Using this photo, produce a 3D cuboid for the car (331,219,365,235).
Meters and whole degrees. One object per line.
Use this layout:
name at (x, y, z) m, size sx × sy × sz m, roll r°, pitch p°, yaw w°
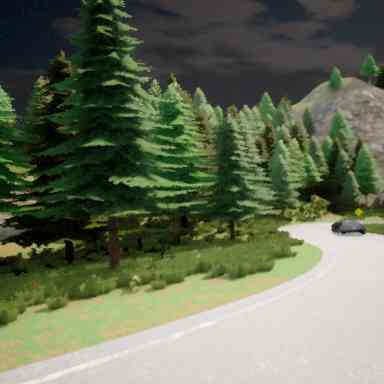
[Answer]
car at (14.071, 3.116, 30.197) m, size 1.994 × 1.385 × 4.181 m, roll -2°, pitch -4°, yaw 8°
